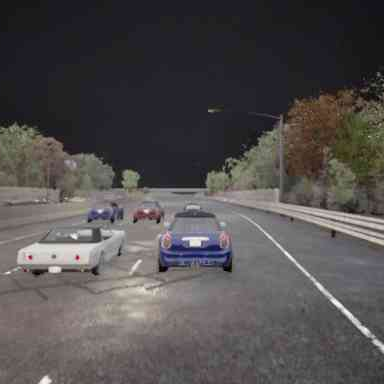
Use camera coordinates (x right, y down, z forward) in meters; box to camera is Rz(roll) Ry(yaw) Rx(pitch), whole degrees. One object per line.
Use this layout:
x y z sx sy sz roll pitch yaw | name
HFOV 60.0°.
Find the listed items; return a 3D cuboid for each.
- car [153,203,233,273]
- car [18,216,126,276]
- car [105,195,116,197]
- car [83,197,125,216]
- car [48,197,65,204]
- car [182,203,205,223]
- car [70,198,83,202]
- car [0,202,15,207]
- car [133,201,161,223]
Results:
0.092 1.419 11.105 2.097 1.767 4.553 0 0 0 | car
-3.405 1.664 10.510 1.895 1.301 4.718 0 0 0 | car
-17.521 1.684 71.200 2.150 2.045 5.566 0 0 0 | car
-6.911 1.520 27.169 2.097 1.767 4.553 0 0 0 | car
-28.020 1.794 68.953 2.097 1.767 4.553 0 0 0 | car
0.090 1.703 28.512 1.812 1.442 4.674 0 0 0 | car
-24.521 1.936 71.225 1.882 1.535 5.008 0 0 0 | car
-17.603 1.692 30.135 1.837 1.490 4.892 0 0 0 | car
-3.411 1.520 27.141 2.097 1.767 4.553 0 0 0 | car
